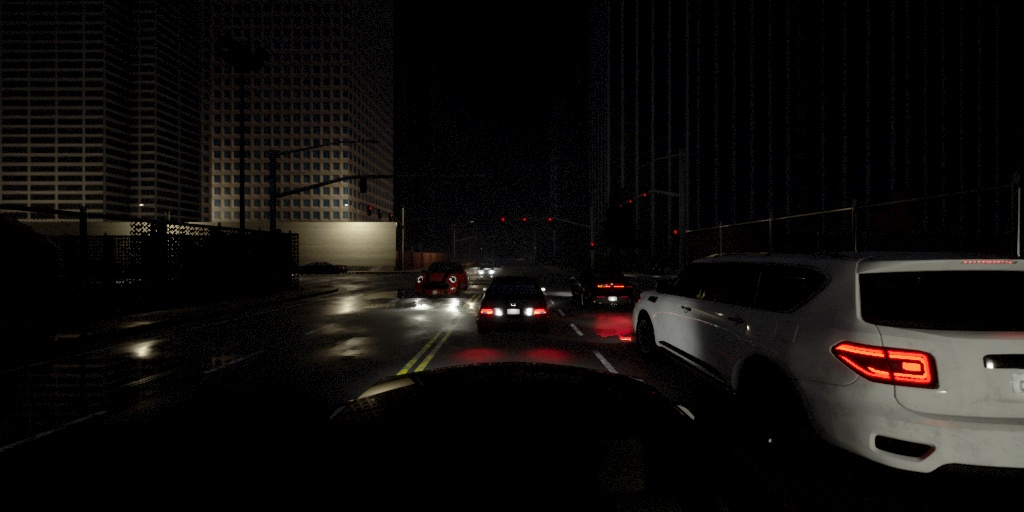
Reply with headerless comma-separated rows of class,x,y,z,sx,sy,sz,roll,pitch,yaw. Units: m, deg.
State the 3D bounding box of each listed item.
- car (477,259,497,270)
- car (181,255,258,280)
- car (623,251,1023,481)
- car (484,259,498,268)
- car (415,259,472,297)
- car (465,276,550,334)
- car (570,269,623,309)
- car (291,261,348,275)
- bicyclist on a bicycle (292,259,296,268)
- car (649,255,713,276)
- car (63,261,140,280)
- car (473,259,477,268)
car,-3.605,1.359,52.964,1.895,1.301,4.718,0,0,0
car,-24.088,0.920,29.759,5.566,2.045,2.150,0,0,0
car,3.601,0.972,5.160,2.150,2.045,5.566,0,0,0
car,-3.584,1.251,62.027,2.128,1.511,4.902,0,0,0
car,-3.603,1.099,19.027,2.097,1.767,4.553,0,0,0
car,0.054,1.299,10.593,2.033,1.411,5.357,0,0,1
car,3.634,1.257,15.020,1.837,1.490,4.892,0,0,2
car,-19.661,1.247,36.706,5.357,1.411,2.033,0,0,4
bicyclist on a bicycle,-25.582,1.001,41.744,0.582,1.620,1.656,0,0,0
car,17.304,0.922,36.878,5.566,2.045,2.150,0,0,0
car,-33.897,1.204,29.782,4.892,1.490,1.837,0,0,0
car,-7.074,1.285,63.409,1.812,1.442,4.674,0,0,0
